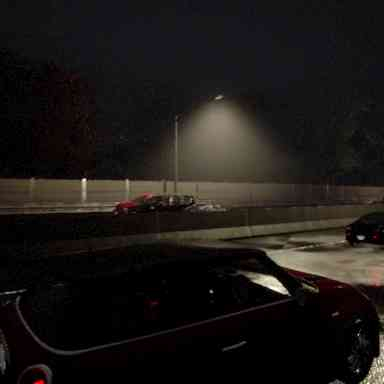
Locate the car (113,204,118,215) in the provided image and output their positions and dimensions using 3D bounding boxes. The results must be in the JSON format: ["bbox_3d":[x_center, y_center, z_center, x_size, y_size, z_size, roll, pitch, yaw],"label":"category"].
[{"bbox_3d":[-3.604,1.247,27.203,5.566,2.045,2.150,0,0,-35],"label":"car"}]

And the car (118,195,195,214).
[{"bbox_3d":[-2.100,1.246,23.977,5.566,2.045,2.150,0,0,-35],"label":"car"}]

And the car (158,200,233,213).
[{"bbox_3d":[0.608,1.517,21.608,4.902,1.511,2.128,0,0,-35],"label":"car"}]

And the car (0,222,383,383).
[{"bbox_3d":[0.217,1.357,3.897,4.553,1.767,2.097,0,0,-35],"label":"car"}]

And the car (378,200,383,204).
[{"bbox_3d":[30.690,1.660,51.544,4.674,1.442,1.812,0,0,-35],"label":"car"}]

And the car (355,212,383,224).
[{"bbox_3d":[8.266,1.554,13.924,4.674,1.442,1.812,0,0,-35],"label":"car"}]
